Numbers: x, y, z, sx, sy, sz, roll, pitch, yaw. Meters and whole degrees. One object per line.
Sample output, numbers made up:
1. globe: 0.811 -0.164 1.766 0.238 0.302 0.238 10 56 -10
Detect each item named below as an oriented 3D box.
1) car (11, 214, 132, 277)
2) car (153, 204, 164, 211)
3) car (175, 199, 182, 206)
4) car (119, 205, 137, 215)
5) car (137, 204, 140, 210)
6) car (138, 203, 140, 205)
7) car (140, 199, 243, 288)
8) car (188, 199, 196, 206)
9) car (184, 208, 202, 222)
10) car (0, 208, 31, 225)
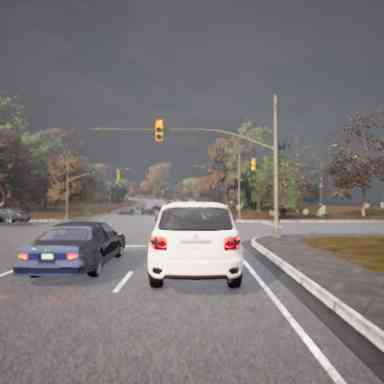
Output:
1. car: -3.415 1.617 10.358 2.033 1.411 5.357 0 -1 0
2. car: -6.991 3.156 69.404 1.895 1.301 4.718 0 0 0
3. car: -3.582 2.698 87.773 1.882 1.535 5.008 0 1 -3
4. car: -10.559 3.078 54.018 1.994 1.385 4.181 0 -1 0
5. car: -7.060 3.060 53.907 2.033 1.411 5.357 0 -1 0
6. car: -10.491 3.064 69.077 1.837 1.490 4.892 0 0 0
7. car: 0.085 1.278 9.501 2.150 2.045 5.566 0 -1 0
8. car: -0.083 2.701 87.857 1.882 1.535 5.008 0 1 -3
9. car: 0.105 2.538 37.586 1.837 1.490 4.892 0 -2 0
10. car: -17.249 2.240 30.542 4.902 1.511 2.128 -1 -3 16
